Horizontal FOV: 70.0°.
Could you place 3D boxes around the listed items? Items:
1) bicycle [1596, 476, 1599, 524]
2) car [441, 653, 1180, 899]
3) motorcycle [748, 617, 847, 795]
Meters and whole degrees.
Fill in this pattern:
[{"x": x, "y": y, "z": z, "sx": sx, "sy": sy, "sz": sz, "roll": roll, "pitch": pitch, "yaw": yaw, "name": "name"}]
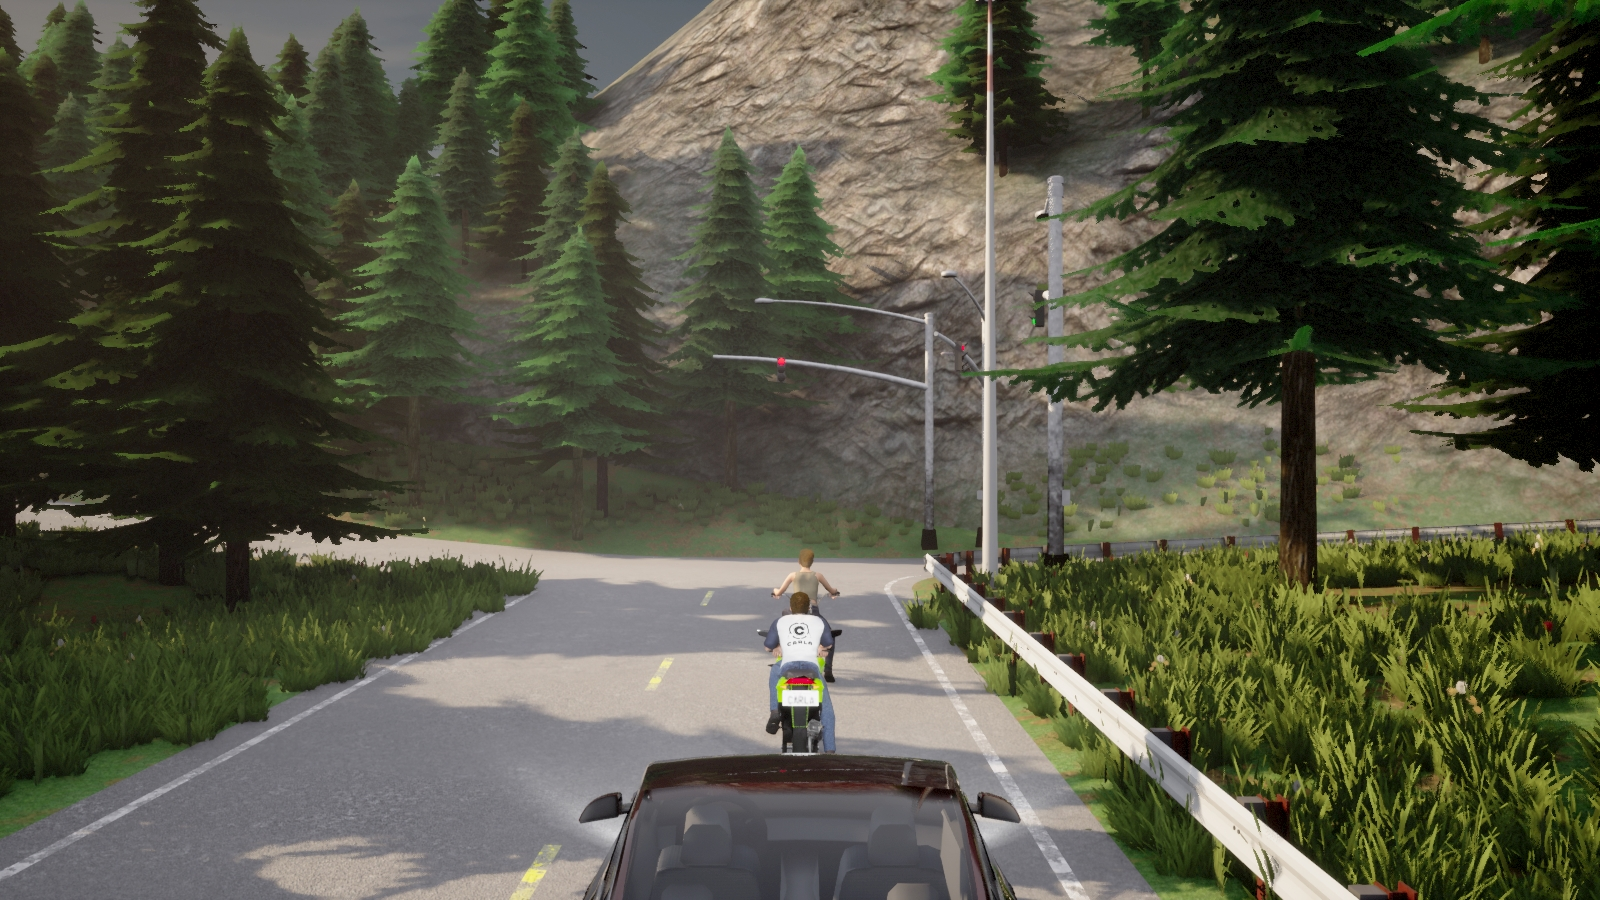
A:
[{"x": 21.726, "y": 1.355, "z": 29.474, "sx": 1.835, "sy": 1.471, "sz": 0.329, "roll": -5, "pitch": -2, "yaw": 26, "name": "bicycle"}, {"x": 0.029, "y": 2.063, "z": 5.012, "sx": 2.163, "sy": 1.488, "sz": 4.792, "roll": 0, "pitch": 0, "yaw": 0, "name": "car"}, {"x": -0.020, "y": 2.213, "z": 10.238, "sx": 0.803, "sy": 1.145, "sz": 2.033, "roll": 0, "pitch": 0, "yaw": 0, "name": "motorcycle"}]
